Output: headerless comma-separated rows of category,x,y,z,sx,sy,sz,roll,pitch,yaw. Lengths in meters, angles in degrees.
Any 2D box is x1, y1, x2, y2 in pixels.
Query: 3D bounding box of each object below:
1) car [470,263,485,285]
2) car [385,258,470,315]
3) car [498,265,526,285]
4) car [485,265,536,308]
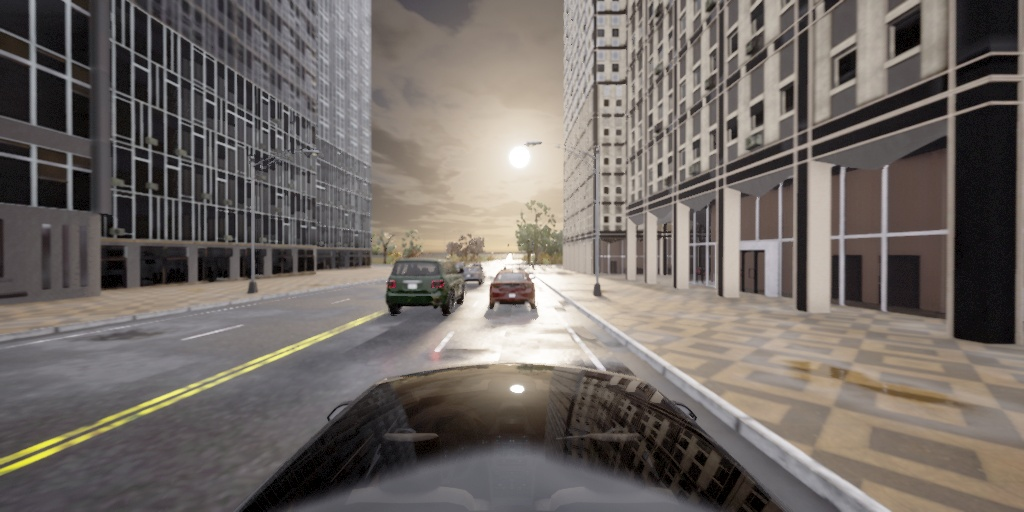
car,-3.237,1.562,29.360,2.033,1.411,5.357,0,-1,1
car,-3.238,1.098,14.390,2.150,2.045,5.566,0,0,0
car,0.027,1.517,30.350,2.128,1.511,4.902,0,0,0
car,0.030,1.367,16.073,1.882,1.535,5.008,0,0,1
